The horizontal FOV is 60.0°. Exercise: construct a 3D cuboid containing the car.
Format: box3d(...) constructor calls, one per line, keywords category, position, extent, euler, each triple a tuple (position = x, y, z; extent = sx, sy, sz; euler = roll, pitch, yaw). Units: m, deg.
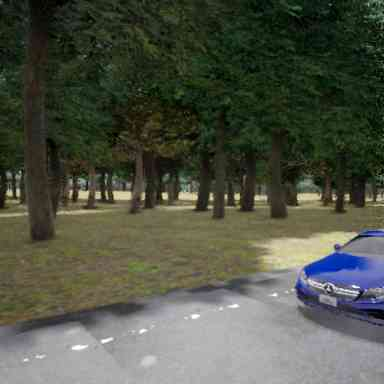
box3d(category="car", position=(4.136, 1.525, 6.836), extent=(4.674, 1.442, 1.812), euler=(0, 0, -35))
